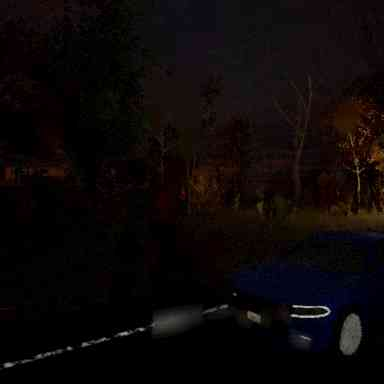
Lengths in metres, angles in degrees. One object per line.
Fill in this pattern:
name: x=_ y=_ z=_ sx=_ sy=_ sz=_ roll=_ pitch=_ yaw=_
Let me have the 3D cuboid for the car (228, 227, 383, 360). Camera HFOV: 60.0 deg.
car: x=2.877 y=1.476 z=6.143 sx=5.008 sy=1.535 sz=1.882 roll=0 pitch=0 yaw=-36
